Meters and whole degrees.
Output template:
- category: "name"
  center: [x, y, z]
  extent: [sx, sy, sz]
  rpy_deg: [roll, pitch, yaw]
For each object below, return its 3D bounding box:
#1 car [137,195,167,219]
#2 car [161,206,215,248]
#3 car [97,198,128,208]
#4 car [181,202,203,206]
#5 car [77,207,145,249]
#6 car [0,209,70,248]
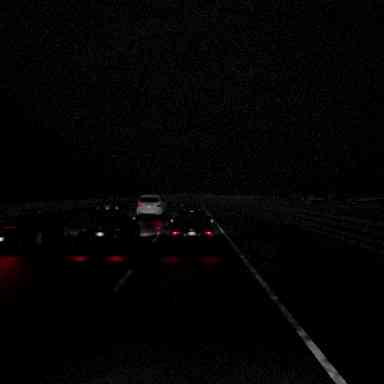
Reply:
- category: "car"
  center: [-3.500, 1.276, 29.680]
  extent: [2.150, 2.045, 5.566]
  rpy_deg: [0, 0, 0]
- category: "car"
  center: [0.000, 1.568, 14.649]
  extent: [2.033, 1.411, 5.357]
  rpy_deg: [0, 0, 0]
- category: "car"
  center: [-7.000, 1.384, 29.620]
  extent: [2.097, 1.767, 4.553]
  rpy_deg: [0, 0, 0]
- category: "car"
  center: [0.000, 1.591, 29.650]
  extent: [1.994, 1.385, 4.181]
  rpy_deg: [0, 0, 0]
- category: "car"
  center: [-3.500, 1.577, 14.650]
  extent: [1.994, 1.385, 4.181]
  rpy_deg: [0, 0, 0]
- category: "car"
  center: [-6.994, 1.497, 14.652]
  extent: [1.837, 1.490, 4.892]
  rpy_deg: [0, 0, 0]
